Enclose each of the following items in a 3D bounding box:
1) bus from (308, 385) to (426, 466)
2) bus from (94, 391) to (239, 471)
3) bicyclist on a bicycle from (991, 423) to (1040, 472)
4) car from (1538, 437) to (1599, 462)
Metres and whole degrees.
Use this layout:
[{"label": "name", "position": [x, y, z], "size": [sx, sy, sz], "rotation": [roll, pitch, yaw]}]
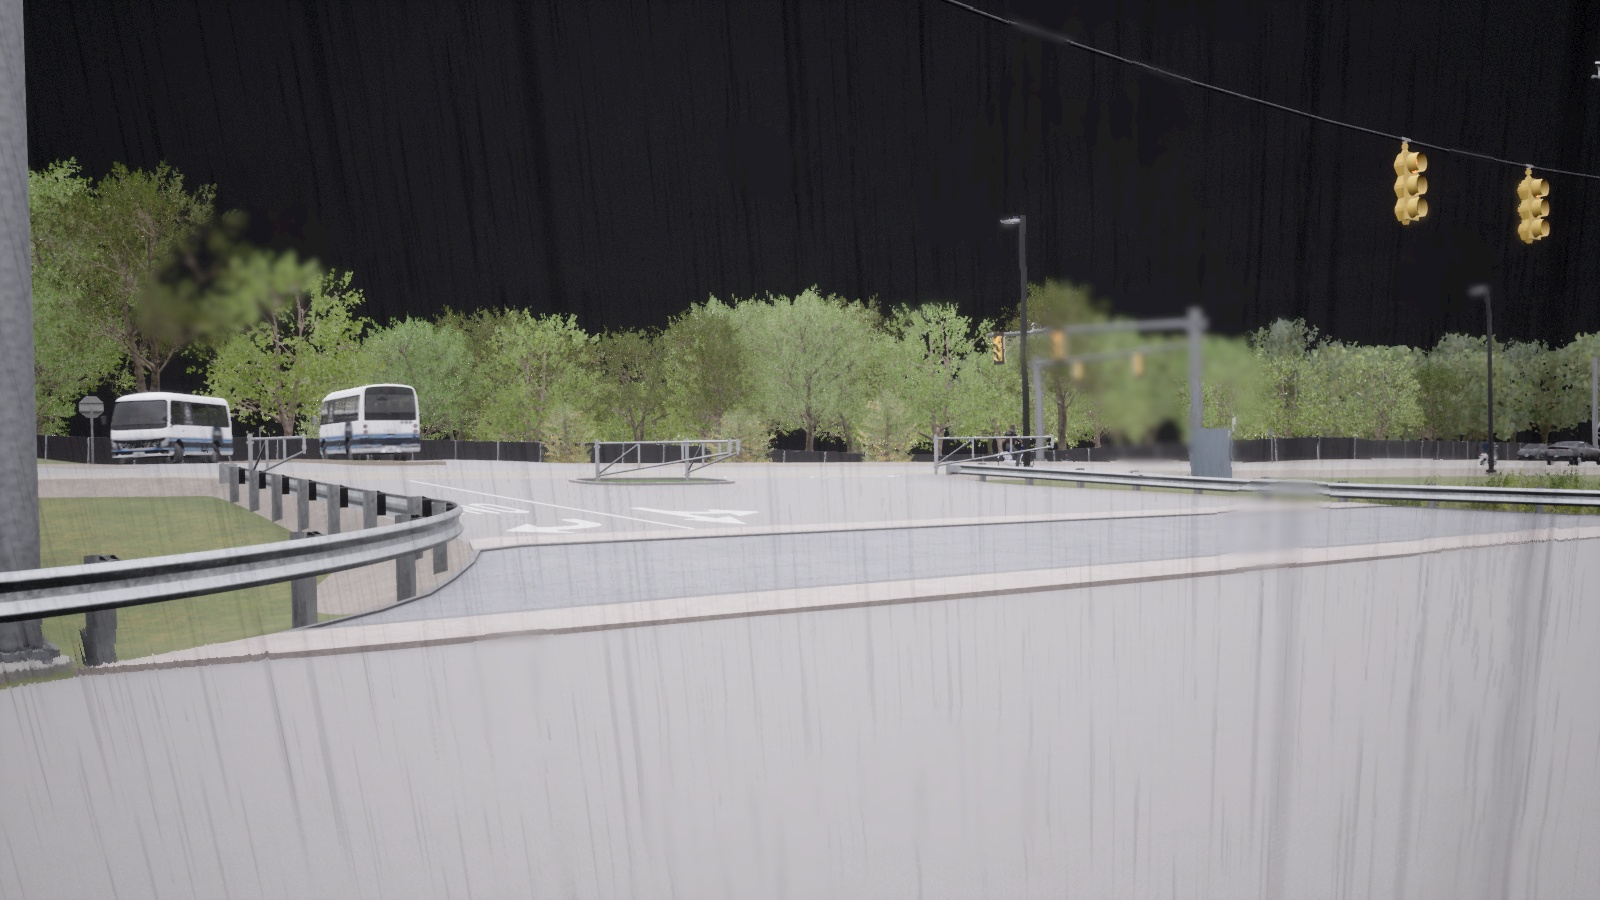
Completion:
[{"label": "bus", "position": [-25.134, -1.284, 72.456], "size": [3.944, 4.253, 10.273], "rotation": [-2, 0, -33]}, {"label": "bus", "position": [-37.254, -1.047, 74.451], "size": [3.944, 4.253, 10.273], "rotation": [-3, 0, -5]}, {"label": "bicyclist on a bicycle", "position": [8.009, -0.103, 46.571], "size": [1.843, 1.776, 0.659], "rotation": [0, 0, -34]}, {"label": "car", "position": [48.134, -0.035, 77.914], "size": [4.902, 1.511, 2.128], "rotation": [0, 0, -34]}]
